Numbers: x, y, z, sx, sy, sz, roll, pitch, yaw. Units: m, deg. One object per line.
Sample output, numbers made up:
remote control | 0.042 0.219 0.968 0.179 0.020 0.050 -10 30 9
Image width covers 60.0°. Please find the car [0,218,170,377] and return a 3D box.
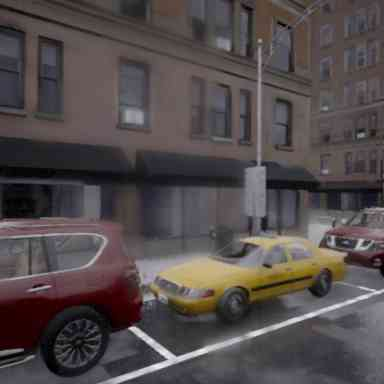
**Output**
car | -3.020 1.313 4.046 5.009 1.841 2.192 1 0 -35

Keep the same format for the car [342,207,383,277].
car | 6.225 1.425 10.641 5.009 1.841 2.192 1 0 -35

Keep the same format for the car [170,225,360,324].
car | 1.462 1.578 7.243 4.829 1.417 1.752 1 0 -35
